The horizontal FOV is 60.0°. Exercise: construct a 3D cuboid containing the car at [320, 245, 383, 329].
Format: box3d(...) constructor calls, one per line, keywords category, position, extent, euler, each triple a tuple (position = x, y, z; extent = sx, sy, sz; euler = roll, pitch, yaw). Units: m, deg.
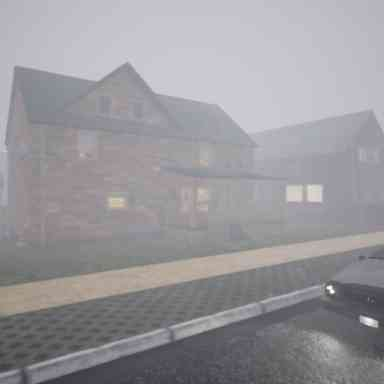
box3d(category="car", position=(4.797, 1.537, 6.502), extent=(5.357, 1.411, 2.033), euler=(0, 0, -36))
